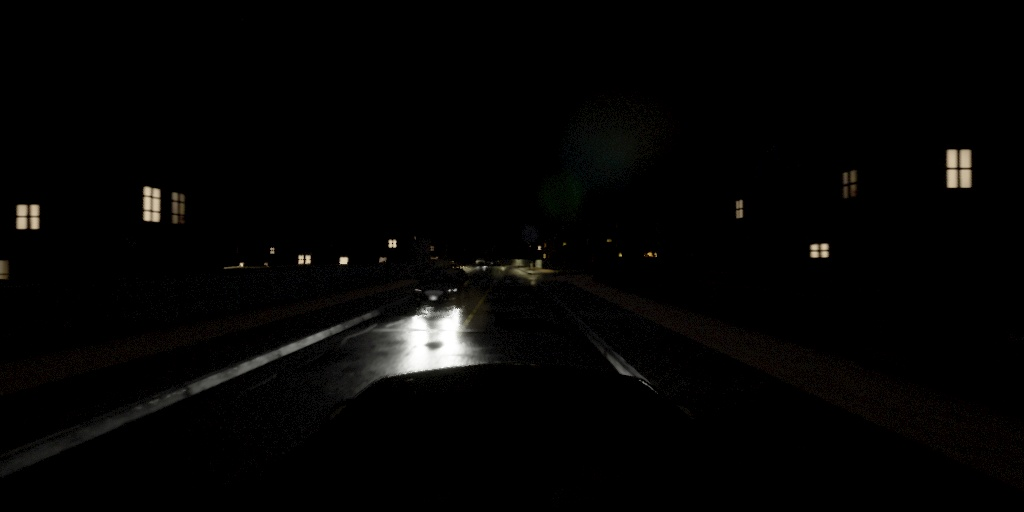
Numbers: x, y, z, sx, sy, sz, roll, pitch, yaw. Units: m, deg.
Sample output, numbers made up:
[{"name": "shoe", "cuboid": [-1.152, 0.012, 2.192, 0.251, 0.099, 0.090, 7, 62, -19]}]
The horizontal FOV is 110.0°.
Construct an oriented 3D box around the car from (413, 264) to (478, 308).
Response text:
[{"name": "car", "cuboid": [-2.825, 1.258, 15.363, 2.128, 1.511, 4.902, 0, 0, 0]}]
